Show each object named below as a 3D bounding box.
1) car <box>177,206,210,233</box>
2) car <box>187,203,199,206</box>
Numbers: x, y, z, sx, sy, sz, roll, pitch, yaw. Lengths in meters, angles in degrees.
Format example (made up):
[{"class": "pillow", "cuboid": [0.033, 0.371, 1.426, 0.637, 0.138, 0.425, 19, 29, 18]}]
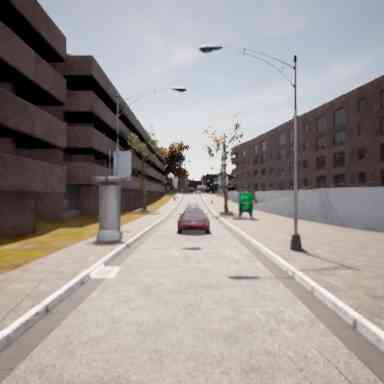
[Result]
[{"class": "car", "cuboid": [0.097, 1.788, 21.419, 1.994, 1.385, 4.181, 0, -1, 0]}, {"class": "car", "cuboid": [0.094, 1.994, 39.005, 2.033, 1.411, 5.357, 0, 0, 0]}]
